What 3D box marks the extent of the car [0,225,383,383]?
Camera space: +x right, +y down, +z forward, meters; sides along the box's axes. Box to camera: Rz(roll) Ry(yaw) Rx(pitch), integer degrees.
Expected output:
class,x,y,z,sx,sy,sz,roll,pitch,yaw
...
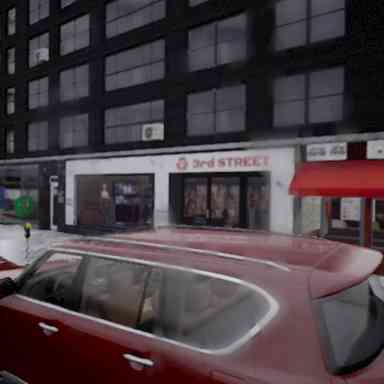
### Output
class,x,y,z,sx,sy,sz,roll,pitch,yaw
car,-0.556,1.297,3.467,5.009,1.841,2.192,1,1,35
